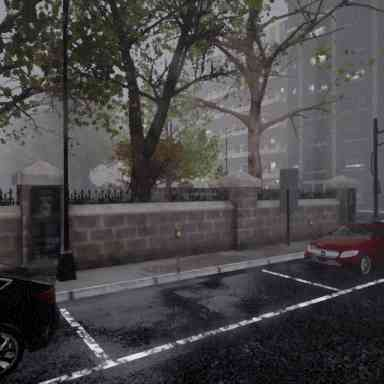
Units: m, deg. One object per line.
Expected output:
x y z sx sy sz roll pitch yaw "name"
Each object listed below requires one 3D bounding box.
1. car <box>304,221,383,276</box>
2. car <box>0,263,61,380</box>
5.251 1.581 10.206 4.206 1.307 1.802 0 0 -35 "car"
-3.822 1.566 3.864 4.313 1.339 1.947 0 0 -35 "car"
